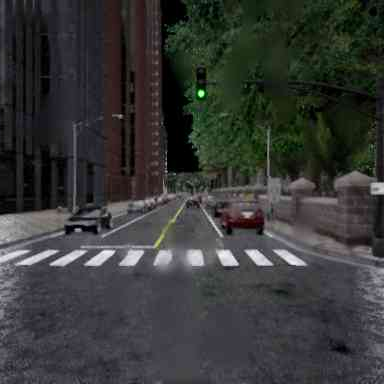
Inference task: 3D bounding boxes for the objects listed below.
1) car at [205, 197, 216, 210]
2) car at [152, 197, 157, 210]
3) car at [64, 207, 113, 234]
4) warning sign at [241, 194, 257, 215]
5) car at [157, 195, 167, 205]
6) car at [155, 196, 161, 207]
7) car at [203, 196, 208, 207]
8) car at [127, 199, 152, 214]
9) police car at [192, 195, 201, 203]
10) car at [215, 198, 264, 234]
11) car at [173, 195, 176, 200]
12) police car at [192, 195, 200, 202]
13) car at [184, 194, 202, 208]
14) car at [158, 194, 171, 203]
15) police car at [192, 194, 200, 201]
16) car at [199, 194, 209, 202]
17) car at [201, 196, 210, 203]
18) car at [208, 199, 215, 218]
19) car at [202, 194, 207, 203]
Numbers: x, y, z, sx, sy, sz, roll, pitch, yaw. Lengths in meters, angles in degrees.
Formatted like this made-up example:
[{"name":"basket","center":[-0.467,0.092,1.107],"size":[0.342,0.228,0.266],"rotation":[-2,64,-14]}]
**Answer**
[{"name":"car","center":[2.770,1.545,35.370],"size":[2.008,1.369,4.403],"rotation":[0,0,0]},{"name":"car","center":[-5.754,1.579,40.822],"size":[1.802,1.307,4.206],"rotation":[0,0,0]},{"name":"car","center":[-5.758,1.550,18.994],"size":[1.947,1.339,4.313],"rotation":[0,0,0]},{"name":"warning sign","center":[5.074,1.106,29.657],"size":[1.300,1.860,1.060],"rotation":[0,0,0]},{"name":"car","center":[-5.750,1.589,57.193],"size":[1.802,1.307,4.206],"rotation":[0,0,0]},{"name":"car","center":[-5.753,1.582,46.279],"size":[1.802,1.307,4.206],"rotation":[0,0,0]},{"name":"car","center":[2.771,1.548,40.827],"size":[2.008,1.369,4.403],"rotation":[0,0,0]},{"name":"car","center":[-5.755,1.544,35.365],"size":[2.008,1.369,4.403],"rotation":[0,0,0]},{"name":"police car","center":[0.915,1.443,69.768],"size":[1.930,1.638,5.238],"rotation":[0,0,0]},{"name":"car","center":[2.767,1.300,19.001],"size":[2.192,1.841,5.009],"rotation":[0,0,0]},{"name":"car","center":[-5.745,1.473,84.478],"size":[1.967,1.590,4.097],"rotation":[0,0,0]},{"name":"police car","center":[0.899,1.454,79.768],"size":[1.930,1.638,5.238],"rotation":[0,0,0]},{"name":"car","center":[0.111,1.507,48.955],"size":[1.837,1.490,4.892],"rotation":[0,0,0]},{"name":"car","center":[-5.749,1.326,62.650],"size":[2.192,1.841,5.009],"rotation":[0,0,0]},{"name":"police car","center":[0.919,1.461,85.768],"size":[1.930,1.638,5.238],"rotation":[0,0,0]},{"name":"car","center":[2.779,1.343,79.023],"size":[2.192,1.841,5.009],"rotation":[0,0,0]},{"name":"car","center":[2.777,1.542,68.280],"size":[1.752,1.417,4.829],"rotation":[0,0,0]},{"name":"car","center":[2.769,1.557,29.914],"size":[1.947,1.339,4.313],"rotation":[0,0,0]},{"name":"car","center":[2.773,1.441,46.284],"size":[1.967,1.590,4.097],"rotation":[0,0,0]}]
